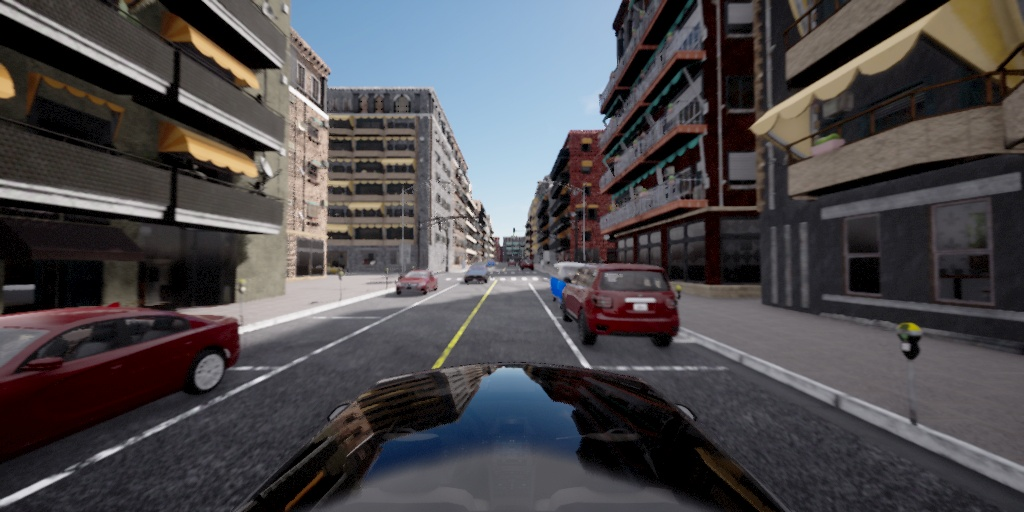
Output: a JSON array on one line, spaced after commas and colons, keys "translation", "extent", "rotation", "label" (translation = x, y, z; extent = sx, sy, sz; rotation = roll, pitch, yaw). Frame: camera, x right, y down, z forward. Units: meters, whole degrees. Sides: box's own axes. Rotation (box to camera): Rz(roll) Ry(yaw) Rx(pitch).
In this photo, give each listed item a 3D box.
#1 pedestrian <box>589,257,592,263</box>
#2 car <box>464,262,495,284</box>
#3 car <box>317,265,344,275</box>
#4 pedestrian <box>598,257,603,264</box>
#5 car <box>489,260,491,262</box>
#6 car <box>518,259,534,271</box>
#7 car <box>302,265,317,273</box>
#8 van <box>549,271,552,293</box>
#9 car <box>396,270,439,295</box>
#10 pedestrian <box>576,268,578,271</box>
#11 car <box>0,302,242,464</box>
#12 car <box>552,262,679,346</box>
[{"translation": [6.958, 1.032, 31.776], "extent": [0.375, 1.860, 0.375], "rotation": [1, -2, 0], "label": "pedestrian"}, {"translation": [-2.772, 1.463, 29.635], "extent": [2.033, 1.411, 5.357], "rotation": [0, 0, 0], "label": "car"}, {"translation": [-24.464, 1.700, 46.404], "extent": [4.829, 1.417, 1.751], "rotation": [0, 0, 0], "label": "car"}, {"translation": [7.995, 0.954, 32.379], "extent": [0.375, 1.860, 0.375], "rotation": [1, -2, 0], "label": "pedestrian"}, {"translation": [-5.343, 1.699, 64.252], "extent": [1.948, 1.339, 4.313], "rotation": [0, 0, 0], "label": "car"}, {"translation": [2.540, 1.412, 58.739], "extent": [2.192, 1.841, 5.009], "rotation": [0, 0, 0], "label": "car"}, {"translation": [-24.307, 1.278, 38.526], "extent": [5.009, 1.841, 2.192], "rotation": [0, 0, 0], "label": "car"}, {"translation": [2.527, 1.165, 15.029], "extent": [1.690, 1.789, 3.998], "rotation": [0, 0, 0], "label": "van"}, {"translation": [-5.324, 1.441, 20.611], "extent": [1.802, 1.307, 4.207], "rotation": [0, 0, 0], "label": "car"}, {"translation": [5.995, 1.445, 32.965], "extent": [0.500, 1.100, 0.500], "rotation": [1, -2, 0], "label": "pedestrian"}, {"translation": [-5.316, 1.308, 4.018], "extent": [1.888, 1.381, 4.507], "rotation": [0, 0, 0], "label": "car"}, {"translation": [2.529, 1.107, 9.498], "extent": [2.192, 1.841, 5.009], "rotation": [0, 0, 0], "label": "car"}]
